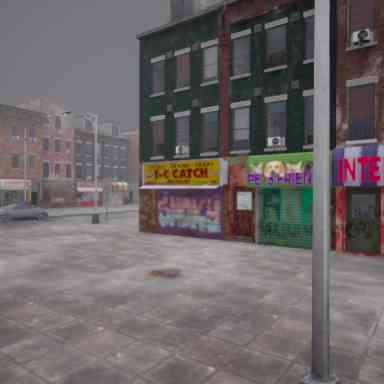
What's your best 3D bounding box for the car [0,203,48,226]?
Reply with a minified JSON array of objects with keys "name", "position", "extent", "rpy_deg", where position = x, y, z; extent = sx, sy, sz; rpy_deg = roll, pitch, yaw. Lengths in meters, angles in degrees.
[{"name":"car","position":[-12.306,1.488,23.226],"extent":[1.994,1.385,4.181],"rpy_deg":[0,1,35]}]
